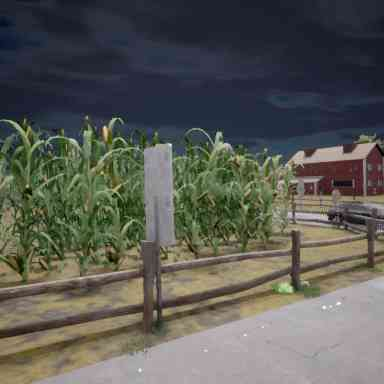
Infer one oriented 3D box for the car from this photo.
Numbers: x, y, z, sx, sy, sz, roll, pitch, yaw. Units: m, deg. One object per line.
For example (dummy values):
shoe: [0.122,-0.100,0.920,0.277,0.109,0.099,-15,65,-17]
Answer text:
car: [10.750,1.419,20.394,1.837,1.490,4.892,-1,2,-30]
